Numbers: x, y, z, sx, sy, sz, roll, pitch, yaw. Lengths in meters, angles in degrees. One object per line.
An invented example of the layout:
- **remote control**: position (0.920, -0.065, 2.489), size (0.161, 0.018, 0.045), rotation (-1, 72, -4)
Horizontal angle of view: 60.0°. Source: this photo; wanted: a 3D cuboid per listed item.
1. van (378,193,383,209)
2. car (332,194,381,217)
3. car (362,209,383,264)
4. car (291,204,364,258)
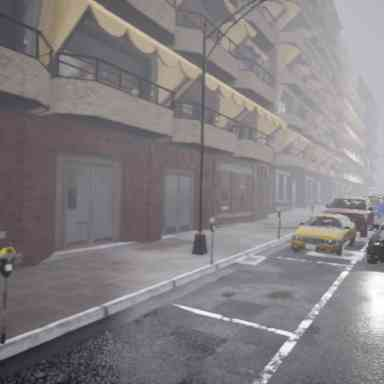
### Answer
- **van**: position (14.280, 1.131, 26.526), size (1.690, 1.788, 3.998), rotation (3, 2, 33)
- **car**: position (8.218, 1.164, 17.277), size (2.192, 1.841, 5.009), rotation (3, 2, 33)
- **car**: position (6.847, 1.482, 10.557), size (1.994, 1.385, 4.181), rotation (1, 1, 33)
- **car**: position (5.085, 1.407, 12.515), size (1.752, 1.417, 4.829), rotation (3, 2, 33)
